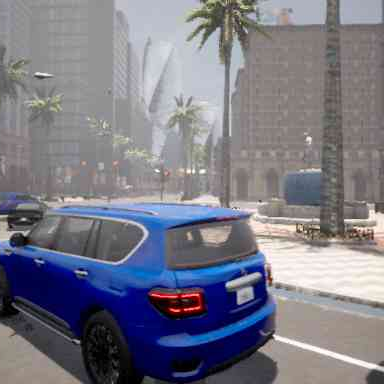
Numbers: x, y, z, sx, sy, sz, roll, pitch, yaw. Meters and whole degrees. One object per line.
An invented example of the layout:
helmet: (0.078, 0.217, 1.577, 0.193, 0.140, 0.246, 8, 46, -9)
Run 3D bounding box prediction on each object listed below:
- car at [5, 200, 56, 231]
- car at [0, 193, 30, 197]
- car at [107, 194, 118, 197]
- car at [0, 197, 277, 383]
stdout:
car: (-9.967, 1.363, 20.907, 1.882, 1.535, 5.008, 0, 0, -14)
car: (-13.996, 1.066, 26.401, 2.150, 2.045, 5.566, 0, 0, -2)
car: (-21.062, 1.189, 88.731, 2.161, 1.482, 4.786, 0, 0, 3)
car: (-1.384, 1.201, 5.436, 5.566, 2.045, 2.150, 0, 0, 43)
